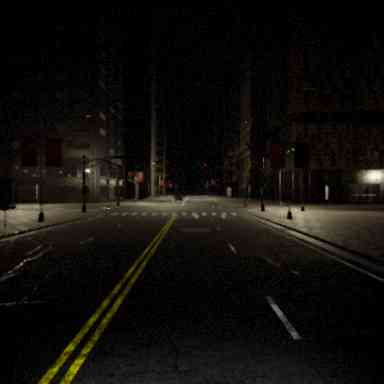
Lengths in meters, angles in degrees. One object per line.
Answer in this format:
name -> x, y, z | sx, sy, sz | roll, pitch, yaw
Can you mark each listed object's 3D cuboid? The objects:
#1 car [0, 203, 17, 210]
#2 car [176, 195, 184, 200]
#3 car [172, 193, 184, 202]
car -> -22.788, 1.439, 38.668 | 4.507, 1.381, 1.887 | 0, 0, 0
car -> -3.270, 1.481, 91.329 | 2.128, 1.511, 4.902 | 0, 0, 0
car -> -3.267, 1.475, 78.330 | 1.837, 1.490, 4.892 | 0, 0, 0
